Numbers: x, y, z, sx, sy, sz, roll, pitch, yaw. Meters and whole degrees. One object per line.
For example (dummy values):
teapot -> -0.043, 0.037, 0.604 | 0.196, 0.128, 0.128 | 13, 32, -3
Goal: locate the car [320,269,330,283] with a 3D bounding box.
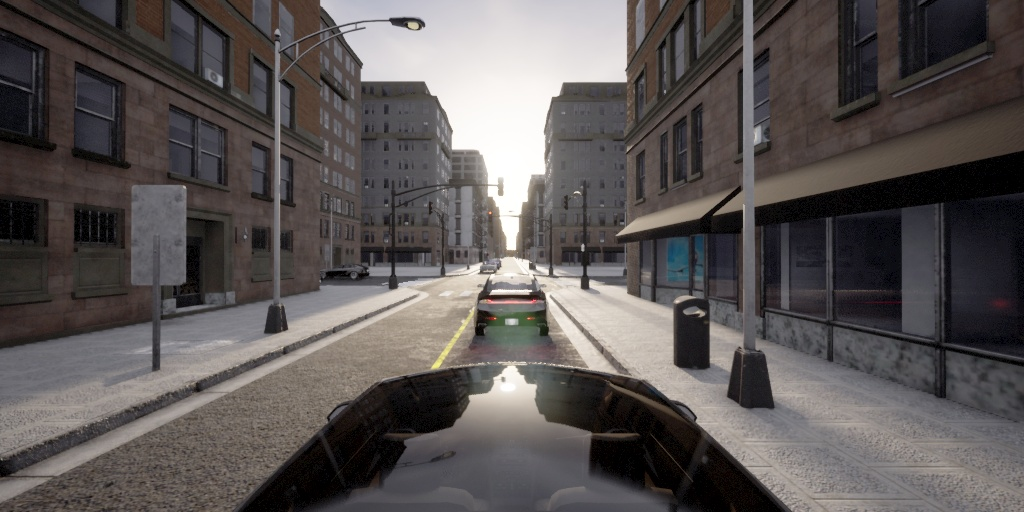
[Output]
car -> -14.775, 1.289, 23.491 | 4.313, 1.339, 1.948 | 0, 0, 0

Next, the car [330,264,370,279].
car -> -14.772, 1.330, 31.517 | 4.313, 1.339, 1.948 | 0, 0, 0

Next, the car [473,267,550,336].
car -> -0.002, 1.242, 10.349 | 2.128, 1.511, 4.902 | 0, 0, 0

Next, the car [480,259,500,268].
car -> -2.858, 1.325, 43.632 | 1.895, 1.301, 4.718 | 0, 0, 0

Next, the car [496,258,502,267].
car -> -2.853, 1.188, 53.887 | 1.882, 1.535, 5.008 | 0, 0, 0
